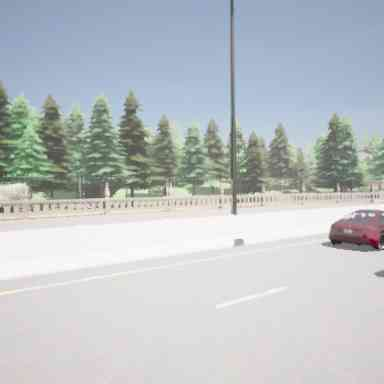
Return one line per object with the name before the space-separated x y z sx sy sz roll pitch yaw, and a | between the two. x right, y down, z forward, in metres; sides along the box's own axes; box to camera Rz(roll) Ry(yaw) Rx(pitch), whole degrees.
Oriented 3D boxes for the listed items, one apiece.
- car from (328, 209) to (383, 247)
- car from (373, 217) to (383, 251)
car | 7.374 1.385 13.367 4.181 1.385 1.994 -1 1 -35
car | 7.444 1.399 9.145 5.357 1.411 2.033 -1 1 -35
